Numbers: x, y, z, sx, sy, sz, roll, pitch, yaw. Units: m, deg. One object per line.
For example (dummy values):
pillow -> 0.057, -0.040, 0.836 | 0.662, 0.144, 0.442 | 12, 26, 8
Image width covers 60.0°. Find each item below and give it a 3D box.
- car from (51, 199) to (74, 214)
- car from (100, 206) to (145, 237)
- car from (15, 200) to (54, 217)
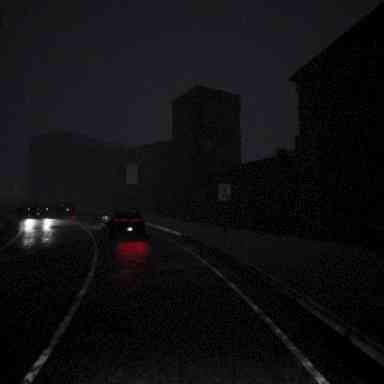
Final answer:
car -> -13.677, 1.443, 34.066 | 1.837, 1.490, 4.892 | 4, -2, -42
car -> -3.890, 1.548, 18.461 | 1.837, 1.490, 4.892 | 2, -1, -21
car -> -14.218, 1.483, 29.498 | 1.895, 1.301, 4.718 | 3, -1, -39
